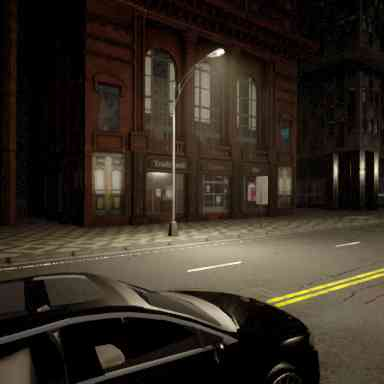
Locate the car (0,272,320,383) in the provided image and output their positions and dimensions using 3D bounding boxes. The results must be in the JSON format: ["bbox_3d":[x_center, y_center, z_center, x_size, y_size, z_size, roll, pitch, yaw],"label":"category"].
[{"bbox_3d":[-0.922,1.492,2.782,4.902,1.511,2.128,0,0,-35],"label":"car"}]
